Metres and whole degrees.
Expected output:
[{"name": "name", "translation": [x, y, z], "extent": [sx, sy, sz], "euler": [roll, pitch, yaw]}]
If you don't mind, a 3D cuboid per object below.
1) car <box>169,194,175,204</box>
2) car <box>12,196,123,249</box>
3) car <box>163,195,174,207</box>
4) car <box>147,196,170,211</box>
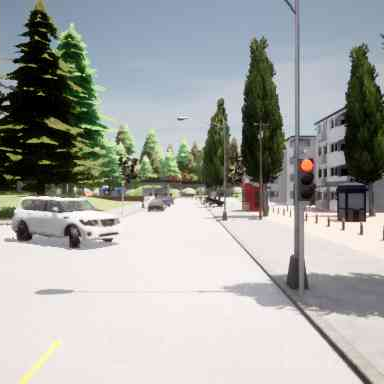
[{"name": "car", "translation": [-4.146, 1.505, 60.053], "extent": [1.837, 1.490, 4.892], "euler": [0, 0, 0]}, {"name": "car", "translation": [-5.654, 1.222, 14.866], "extent": [5.566, 2.045, 2.150], "euler": [0, -1, 31]}, {"name": "car", "translation": [-4.174, 1.564, 50.061], "extent": [1.994, 1.385, 4.181], "euler": [0, 0, 0]}, {"name": "car", "translation": [-4.171, 1.547, 40.123], "extent": [2.033, 1.411, 5.357], "euler": [0, 0, 0]}]
